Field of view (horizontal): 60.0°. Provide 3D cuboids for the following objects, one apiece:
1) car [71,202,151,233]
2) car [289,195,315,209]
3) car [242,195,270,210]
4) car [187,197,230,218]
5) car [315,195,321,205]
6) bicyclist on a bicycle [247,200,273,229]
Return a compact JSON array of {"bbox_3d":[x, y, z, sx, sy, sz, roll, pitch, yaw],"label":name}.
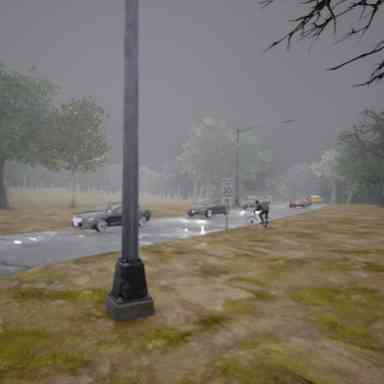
[{"bbox_3d":[-4.474,1.342,18.989,2.128,1.511,4.902,1,1,37],"label":"car"},{"bbox_3d":[13.138,1.222,40.160,1.994,1.385,4.181,1,1,29],"label":"car"},{"bbox_3d":[7.014,1.122,35.863,1.837,1.490,4.892,1,1,31],"label":"car"},{"bbox_3d":[1.425,1.227,27.132,1.837,1.490,4.892,1,1,33],"label":"car"},{"bbox_3d":[20.417,1.284,55.170,1.882,1.535,5.008,1,-1,23],"label":"car"},{"bbox_3d":[3.969,1.324,19.518,1.656,1.620,0.582,-1,0,36],"label":"bicyclist on a bicycle"}]
